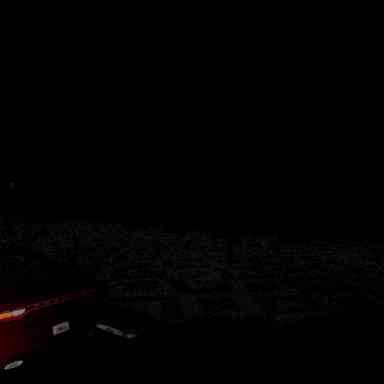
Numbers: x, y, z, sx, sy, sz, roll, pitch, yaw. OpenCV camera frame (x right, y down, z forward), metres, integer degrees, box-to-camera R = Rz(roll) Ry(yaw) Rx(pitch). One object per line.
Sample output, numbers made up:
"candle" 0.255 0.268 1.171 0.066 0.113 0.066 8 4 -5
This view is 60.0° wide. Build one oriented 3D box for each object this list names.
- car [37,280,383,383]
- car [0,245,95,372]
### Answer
"car" 1.163 1.545 2.136 4.507 1.381 1.887 0 0 35
"car" -3.432 1.545 5.399 4.507 1.381 1.887 0 0 35
